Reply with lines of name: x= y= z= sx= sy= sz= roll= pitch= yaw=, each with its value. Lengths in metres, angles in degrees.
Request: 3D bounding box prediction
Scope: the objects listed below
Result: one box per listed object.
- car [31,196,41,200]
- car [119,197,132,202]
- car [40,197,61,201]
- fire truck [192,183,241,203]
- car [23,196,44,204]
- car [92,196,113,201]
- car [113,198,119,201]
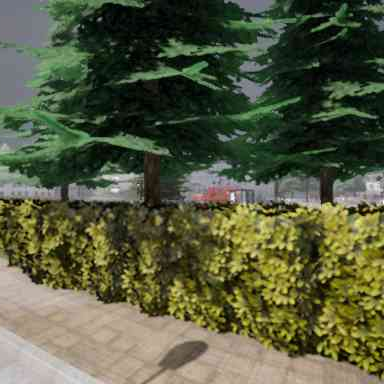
car: x=-32.907 y=2.064 z=72.989 sx=4.514 sy=1.523 sz=2.007 roll=0 pitch=-1 yaw=-37
car: x=-11.004 y=1.924 z=61.875 sx=3.806 sy=1.475 sz=1.970 roll=0 pitch=-1 yaw=-37
car: x=-26.980 y=1.986 z=64.944 sx=3.633 sy=1.501 sz=1.845 roll=0 pitch=-1 yaw=-37
fire truck: x=3.989 y=0.620 z=51.928 sx=8.468 sy=3.827 sz=2.891 roll=0 pitch=-1 yaw=-37
car: x=-39.768 y=1.987 z=83.412 sx=4.605 sy=1.855 sz=1.932 roll=0 pitch=-1 yaw=-37
car: x=-23.943 y=2.000 z=91.262 sx=5.027 sy=1.636 sz=2.152 roll=0 pitch=-1 yaw=-37
car: x=-16.312 y=1.796 z=80.995 sx=3.866 sy=1.878 sz=1.905 roll=0 pitch=-1 yaw=-37
